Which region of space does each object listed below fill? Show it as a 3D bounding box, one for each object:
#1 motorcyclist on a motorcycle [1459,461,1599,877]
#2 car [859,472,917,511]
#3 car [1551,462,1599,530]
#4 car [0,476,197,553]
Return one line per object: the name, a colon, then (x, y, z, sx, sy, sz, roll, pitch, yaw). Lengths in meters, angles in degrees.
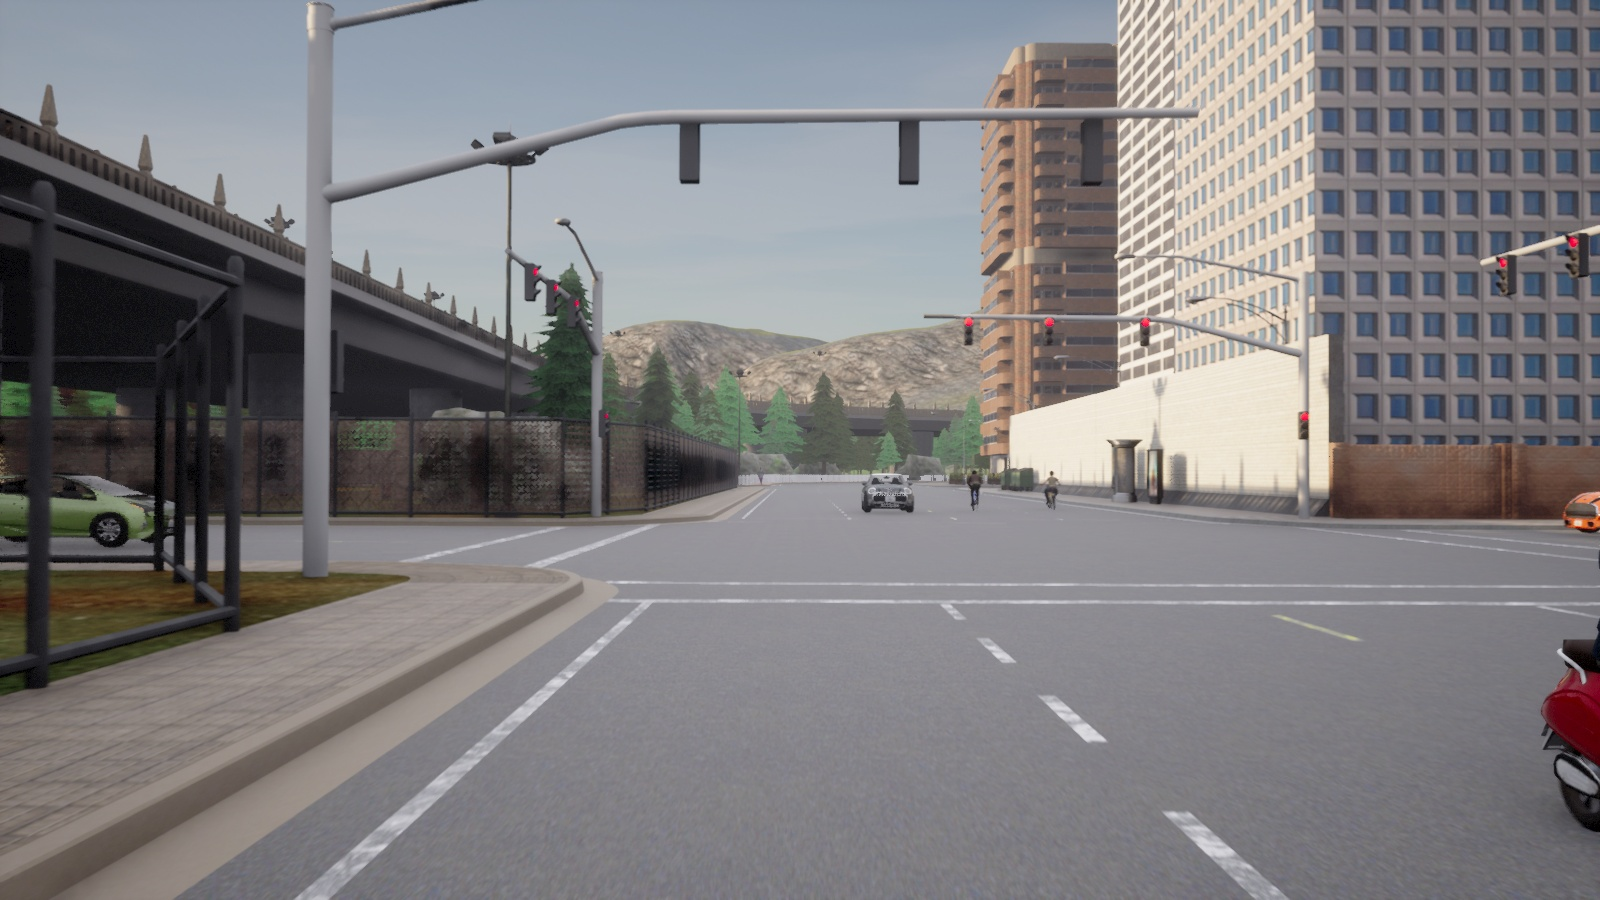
motorcyclist on a motorcycle: (3.488, 0.836, 4.888, 0.866, 1.590, 1.817, 0, -1, 0)
car: (3.380, 1.584, 48.886, 1.970, 1.475, 3.806, 0, -1, 0)
car: (22.965, 1.198, 33.528, 4.553, 1.767, 2.097, 0, -1, 0)
car: (-15.400, 1.319, 26.346, 4.514, 1.525, 2.007, 0, -1, 0)
